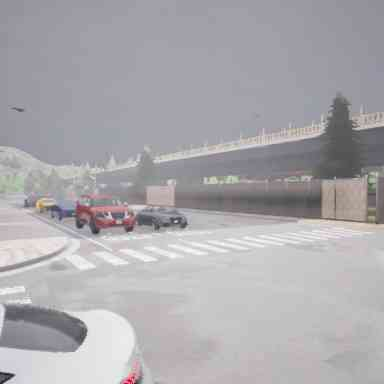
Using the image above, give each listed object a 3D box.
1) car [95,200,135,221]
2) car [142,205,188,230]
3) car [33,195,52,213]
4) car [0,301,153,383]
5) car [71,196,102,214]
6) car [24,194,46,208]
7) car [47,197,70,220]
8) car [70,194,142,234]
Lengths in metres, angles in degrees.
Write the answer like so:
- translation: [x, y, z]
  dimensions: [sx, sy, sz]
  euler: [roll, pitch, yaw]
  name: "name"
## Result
- translation: [-6.629, 1.456, 28.166]
  dimensions: [1.837, 1.490, 4.892]
  euler: [0, 0, -32]
  name: "car"
- translation: [-1.971, 1.515, 20.699]
  dimensions: [1.994, 1.385, 4.181]
  euler: [0, 0, -32]
  name: "car"
- translation: [-15.637, 1.426, 36.005]
  dimensions: [1.882, 1.535, 5.008]
  euler: [0, 0, -32]
  name: "car"
- translation: [-2.505, 1.540, 1.971]
  dimensions: [4.674, 1.442, 1.812]
  euler: [0, 0, -32]
  name: "car"
- translation: [-11.418, 1.304, 35.852]
  dimensions: [2.097, 1.767, 4.553]
  euler: [0, 0, -32]
  name: "car"
- translation: [-22.401, 1.300, 46.923]
  dimensions: [2.097, 1.767, 4.553]
  euler: [0, 0, -31]
  name: "car"
- translation: [-10.421, 1.426, 27.635]
  dimensions: [1.882, 1.535, 5.008]
  euler: [0, 0, -32]
  name: "car"
- translation: [-5.158, 1.170, 19.178]
  dimensions: [2.150, 2.045, 5.566]
  euler: [0, 0, -32]
  name: "car"
